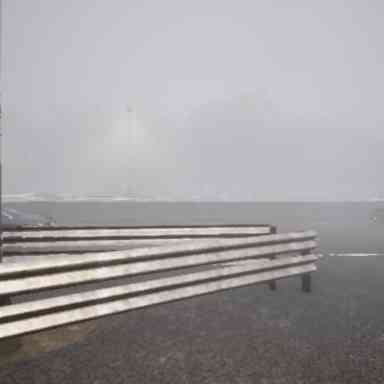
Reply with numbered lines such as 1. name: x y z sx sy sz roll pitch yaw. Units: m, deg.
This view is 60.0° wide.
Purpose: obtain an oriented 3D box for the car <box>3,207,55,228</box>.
1. car: -8.509 1.342 14.310 4.902 1.511 2.128 0 0 -10

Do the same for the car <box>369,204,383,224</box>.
1. car: 14.189 1.439 21.887 4.892 1.490 1.837 0 0 -10
